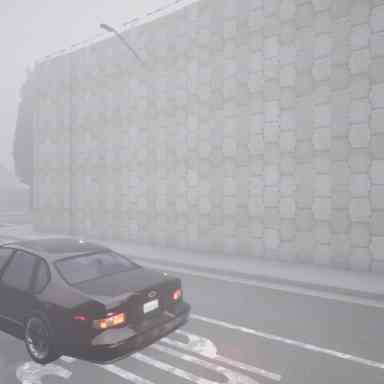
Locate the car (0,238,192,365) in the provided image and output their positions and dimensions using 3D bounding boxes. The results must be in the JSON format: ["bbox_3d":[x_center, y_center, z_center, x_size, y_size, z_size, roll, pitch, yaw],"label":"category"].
[{"bbox_3d":[-2.592,1.547,5.825,5.357,1.411,2.033,0,0,35],"label":"car"}]
